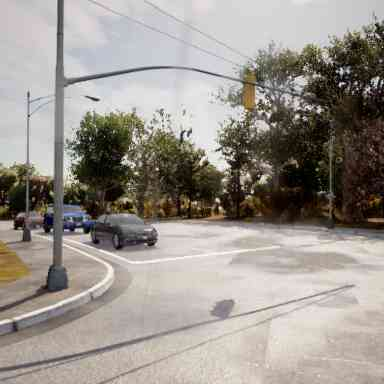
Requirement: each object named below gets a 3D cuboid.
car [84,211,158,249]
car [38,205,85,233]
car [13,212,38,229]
[{"bbox_3d":[-3.412,1.790,16.129,1.837,1.490,4.892,1,-2,-36],"label":"car"},{"bbox_3d":[-9.173,1.944,24.210,2.150,2.045,5.566,1,-4,-37],"label":"car"},{"bbox_3d":[-15.574,2.693,32.078,2.097,1.767,4.553,1,-4,-42],"label":"car"}]
